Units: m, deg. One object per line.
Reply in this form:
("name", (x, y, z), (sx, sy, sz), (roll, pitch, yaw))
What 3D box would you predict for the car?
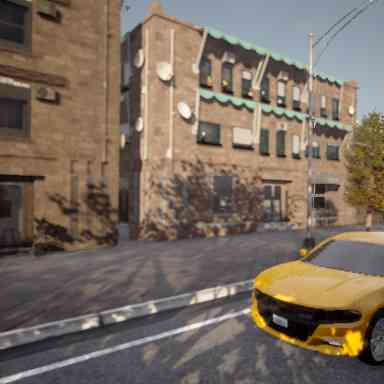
("car", (3.237, 1.492, 5.991), (5.008, 1.535, 1.882), (0, 0, -35))
